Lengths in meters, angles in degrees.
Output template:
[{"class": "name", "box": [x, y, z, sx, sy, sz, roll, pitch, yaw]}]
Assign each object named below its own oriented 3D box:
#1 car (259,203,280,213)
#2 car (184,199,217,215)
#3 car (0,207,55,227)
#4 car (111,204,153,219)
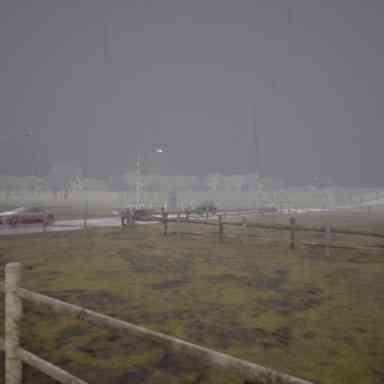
[{"class": "car", "box": [13.259, 2.662, 56.641, 2.097, 1.767, 4.553, 1, -1, 35]}, {"class": "car", "box": [1.216, 2.027, 44.626, 2.150, 2.045, 5.566, 1, -1, 36]}, {"class": "car", "box": [-12.566, 1.816, 25.123, 1.994, 1.385, 4.181, 1, -1, 36]}, {"class": "car", "box": [-6.104, 1.991, 34.279, 2.128, 1.511, 4.902, 1, -1, 35]}]
